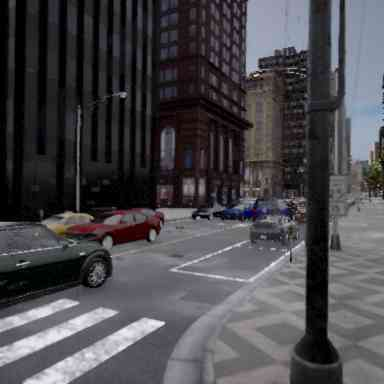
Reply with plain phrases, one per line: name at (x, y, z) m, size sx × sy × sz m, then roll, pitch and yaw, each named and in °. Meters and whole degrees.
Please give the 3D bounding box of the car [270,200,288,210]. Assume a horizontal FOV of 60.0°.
car at (13.980, 2.036, 53.161) m, size 1.802 × 1.307 × 4.206 m, roll 1°, pitch 0°, yaw 28°

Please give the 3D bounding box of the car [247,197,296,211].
car at (6.576, 1.496, 26.928) m, size 2.150 × 2.045 × 5.566 m, roll 1°, pitch 0°, yaw 28°

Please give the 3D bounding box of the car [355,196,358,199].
car at (40.518, 2.423, 84.955) m, size 1.947 × 1.339 × 4.313 m, roll 1°, pitch 0°, yaw 28°

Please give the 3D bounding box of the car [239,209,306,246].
car at (4.142, 1.760, 16.457) m, size 2.008 × 1.369 × 4.403 m, roll 1°, pitch 0°, yaw 28°

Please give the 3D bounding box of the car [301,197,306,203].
car at (21.441, 1.912, 67.207) m, size 2.192 × 1.841 × 5.009 m, roll 1°, pitch 0°, yaw 28°

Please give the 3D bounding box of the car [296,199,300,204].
car at (12.928, 2.022, 45.293) m, size 1.994 × 1.385 × 4.181 m, roll 1°, pitch 0°, yaw 28°

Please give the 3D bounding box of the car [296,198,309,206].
car at (23.927, 2.079, 71.888) m, size 1.967 × 1.590 × 4.097 m, roll 1°, pitch 0°, yaw 28°

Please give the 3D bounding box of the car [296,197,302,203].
car at (18.952, 2.132, 62.525) m, size 1.802 × 1.307 × 4.206 m, roll 1°, pitch 0°, yaw 28°

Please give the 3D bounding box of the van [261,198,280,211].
van at (11.497, 1.746, 48.481) m, size 1.690 × 1.788 × 3.998 m, roll 1°, pitch 0°, yaw 28°

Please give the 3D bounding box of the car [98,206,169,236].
car at (-3.420, 1.666, 20.393) m, size 1.887 × 1.381 × 4.507 m, roll 1°, pitch 0°, yaw 28°

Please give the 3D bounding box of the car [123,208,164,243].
car at (-3.347, 1.586, 14.853) m, size 1.882 × 1.535 × 5.008 m, roll 1°, pitch 0°, yaw 28°

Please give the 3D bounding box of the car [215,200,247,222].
car at (4.113, 1.721, 28.894) m, size 1.882 × 1.535 × 5.008 m, roll 1°, pitch 0°, yaw 28°

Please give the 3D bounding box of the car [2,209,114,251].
car at (-5.985, 1.602, 15.561) m, size 1.752 × 1.417 × 4.829 m, roll 1°, pitch 0°, yaw 28°

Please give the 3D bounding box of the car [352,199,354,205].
car at (31.996, 2.318, 68.910) m, size 1.802 × 1.307 × 4.206 m, roll 1°, pitch 0°, yaw 28°

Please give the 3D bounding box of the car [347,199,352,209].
car at (26.930, 2.212, 59.373) m, size 1.947 × 1.339 × 4.313 m, roll 1°, pitch 0°, yaw 28°

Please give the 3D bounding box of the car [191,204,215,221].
car at (1.551, 1.778, 29.754) m, size 1.947 × 1.339 × 4.313 m, roll 1°, pitch 0°, yaw 28°

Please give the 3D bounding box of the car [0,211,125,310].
car at (-3.853, 1.432, 7.297) m, size 2.097 × 1.767 × 4.553 m, roll 1°, pitch 0°, yaw 28°

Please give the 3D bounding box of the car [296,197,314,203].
car at (28.680, 2.104, 84.541) m, size 4.403 × 1.369 × 2.008 m, roll 0°, pitch 0°, yaw 19°

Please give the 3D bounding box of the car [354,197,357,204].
car at (37.063, 2.378, 78.450) m, size 1.947 × 1.339 × 4.313 m, roll 1°, pitch 0°, yaw 28°

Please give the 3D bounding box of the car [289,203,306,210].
car at (9.206, 1.847, 25.993) m, size 1.887 × 1.381 × 4.507 m, roll 1°, pitch 0°, yaw 28°

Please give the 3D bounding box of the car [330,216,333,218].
car at (14.269, 1.982, 35.530) m, size 1.802 × 1.307 × 4.206 m, roll 1°, pitch 0°, yaw 28°
